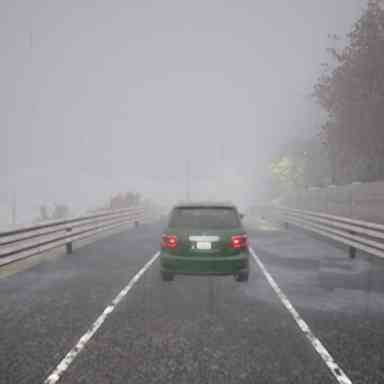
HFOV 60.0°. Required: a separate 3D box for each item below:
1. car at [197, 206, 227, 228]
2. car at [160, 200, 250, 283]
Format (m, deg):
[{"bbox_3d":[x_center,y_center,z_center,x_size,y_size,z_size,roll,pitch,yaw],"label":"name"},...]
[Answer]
[{"bbox_3d":[1.489,1.772,24.563,1.994,1.385,4.181,0,-1,4],"label":"car"},{"bbox_3d":[0.403,1.246,9.910,2.150,2.045,5.566,0,0,3],"label":"car"}]
